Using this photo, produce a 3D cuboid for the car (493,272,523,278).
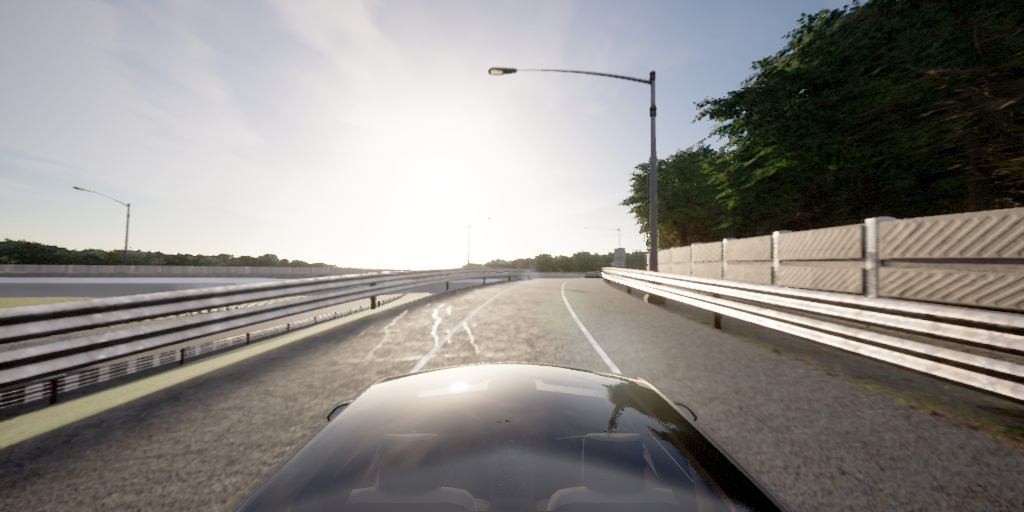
[{"bbox_3d":[-0.357,3.054,61.183,4.892,1.490,1.837,3,-4,-38],"label":"car"}]
